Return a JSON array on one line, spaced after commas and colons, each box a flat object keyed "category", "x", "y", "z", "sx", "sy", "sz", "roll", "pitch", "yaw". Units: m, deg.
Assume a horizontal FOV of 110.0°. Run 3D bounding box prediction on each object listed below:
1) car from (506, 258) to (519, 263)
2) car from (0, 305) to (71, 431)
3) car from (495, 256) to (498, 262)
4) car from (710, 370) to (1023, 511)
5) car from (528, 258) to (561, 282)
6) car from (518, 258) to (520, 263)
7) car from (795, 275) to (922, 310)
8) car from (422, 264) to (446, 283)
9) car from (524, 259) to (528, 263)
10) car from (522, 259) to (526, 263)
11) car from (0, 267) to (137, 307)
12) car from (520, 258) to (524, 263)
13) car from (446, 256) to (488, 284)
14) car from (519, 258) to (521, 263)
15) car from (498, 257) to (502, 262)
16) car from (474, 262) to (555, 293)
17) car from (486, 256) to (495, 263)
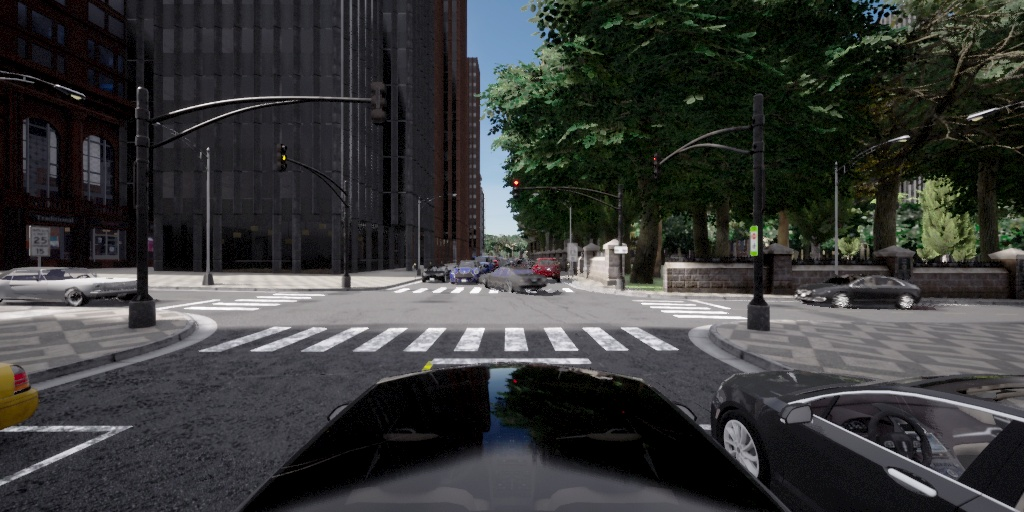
[{"category": "car", "x": -0.108, "y": 1.398, "z": 61.477, "sx": 1.895, "sy": 1.301, "sz": 4.718, "roll": 0, "pitch": 0, "yaw": 0}, {"category": "car", "x": -5.760, "y": 1.275, "z": 1.536, "sx": 1.751, "sy": 1.417, "sz": 4.829, "roll": 0, "pitch": 0, "yaw": 0}, {"category": "car", "x": -3.248, "y": 1.133, "z": 46.749, "sx": 2.097, "sy": 1.767, "sz": 4.553, "roll": 0, "pitch": 0, "yaw": 0}, {"category": "car", "x": 2.764, "y": 1.300, "z": 1.745, "sx": 2.007, "sy": 1.370, "sz": 4.403, "roll": 0, "pitch": 0, "yaw": 0}, {"category": "car", "x": 2.670, "y": 1.075, "z": 28.410, "sx": 2.192, "sy": 1.841, "sz": 5.009, "roll": 0, "pitch": 0, "yaw": 0}, {"category": "car", "x": 2.555, "y": 1.237, "z": 61.148, "sx": 1.967, "sy": 1.591, "sz": 4.097, "roll": 0, "pitch": 0, "yaw": 0}, {"category": "car", "x": 15.909, "y": 1.605, "z": 16.603, "sx": 4.892, "sy": 1.490, "sz": 1.837, "roll": 1, "pitch": 0, "yaw": -1}, {"category": "car", "x": -5.855, "y": 1.326, "z": 28.370, "sx": 1.948, "sy": 1.339, "sz": 4.313, "roll": 0, "pitch": 0, "yaw": 0}, {"category": "car", "x": 2.632, "y": 1.338, "z": 39.322, "sx": 1.948, "sy": 1.339, "sz": 4.313, "roll": 0, "pitch": 0, "yaw": 0}, {"category": "car", "x": 2.613, "y": 1.329, "z": 44.778, "sx": 2.007, "sy": 1.370, "sz": 4.403, "roll": 0, "pitch": 0, "yaw": 0}, {"category": "car", "x": -16.480, "y": 1.069, "z": 13.109, "sx": 4.718, "sy": 1.301, "sz": 1.895, "roll": 1, "pitch": 0, "yaw": -1}, {"category": "car", "x": 2.593, "y": 1.335, "z": 50.235, "sx": 2.007, "sy": 1.370, "sz": 4.403, "roll": 0, "pitch": 0, "yaw": 0}, {"category": "car", "x": -3.251, "y": 1.112, "z": 26.807, "sx": 2.097, "sy": 1.767, "sz": 4.553, "roll": 0, "pitch": 0, "yaw": 1}, {"category": "car", "x": 2.574, "y": 1.231, "z": 55.692, "sx": 1.967, "sy": 1.591, "sz": 4.097, "roll": 0, "pitch": 0, "yaw": 0}, {"category": "car", "x": -3.248, "y": 1.014, "z": 57.256, "sx": 2.150, "sy": 2.045, "sz": 5.566, "roll": 0, "pitch": 0, "yaw": 0}, {"category": "car", "x": -0.048, "y": 1.313, "z": 21.025, "sx": 2.033, "sy": 1.411, "sz": 5.357, "roll": -1, "pitch": 1, "yaw": -30}, {"category": "car", "x": -3.217, "y": 0.991, "z": 36.567, "sx": 2.150, "sy": 2.045, "sz": 5.566, "roll": 0, "pitch": 0, "yaw": 0}]
